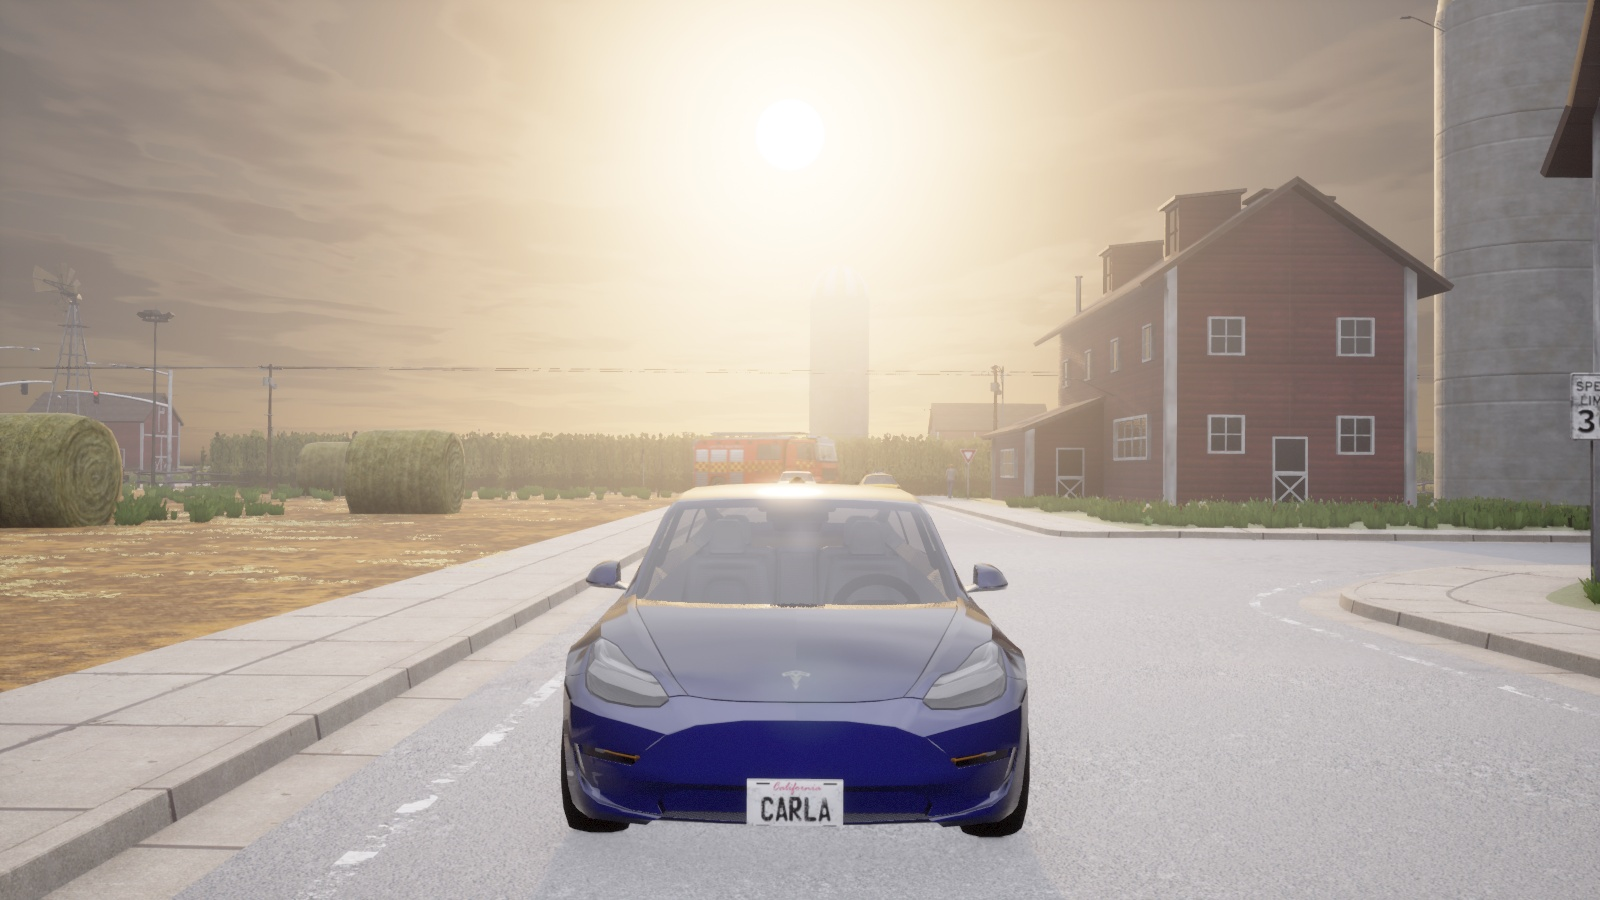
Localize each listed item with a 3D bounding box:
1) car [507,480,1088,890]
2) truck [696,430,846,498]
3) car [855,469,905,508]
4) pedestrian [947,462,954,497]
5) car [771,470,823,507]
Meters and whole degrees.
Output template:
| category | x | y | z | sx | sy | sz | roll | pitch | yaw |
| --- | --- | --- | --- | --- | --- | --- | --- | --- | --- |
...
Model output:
| category | x | y | z | sx | sy | sz | roll | pitch | yaw |
| --- | --- | --- | --- | --- | --- | --- | --- | --- | --- |
| car | -0.011 | 0.931 | 7.078 | 2.163 | 1.488 | 4.792 | 0 | -1 | 0 |
| truck | -1.730 | 0.853 | 74.070 | 8.468 | 3.827 | 2.891 | -1 | -2 | 27 |
| car | 3.375 | 1.618 | 53.830 | 1.801 | 1.575 | 5.366 | 0 | -1 | 0 |
| pedestrian | 7.781 | 1.522 | 65.003 | 0.354 | 1.836 | 0.706 | 0 | -1 | 7 |
| car | -0.126 | 1.640 | 54.215 | 2.128 | 1.511 | 4.902 | 0 | -1 | 0 |
